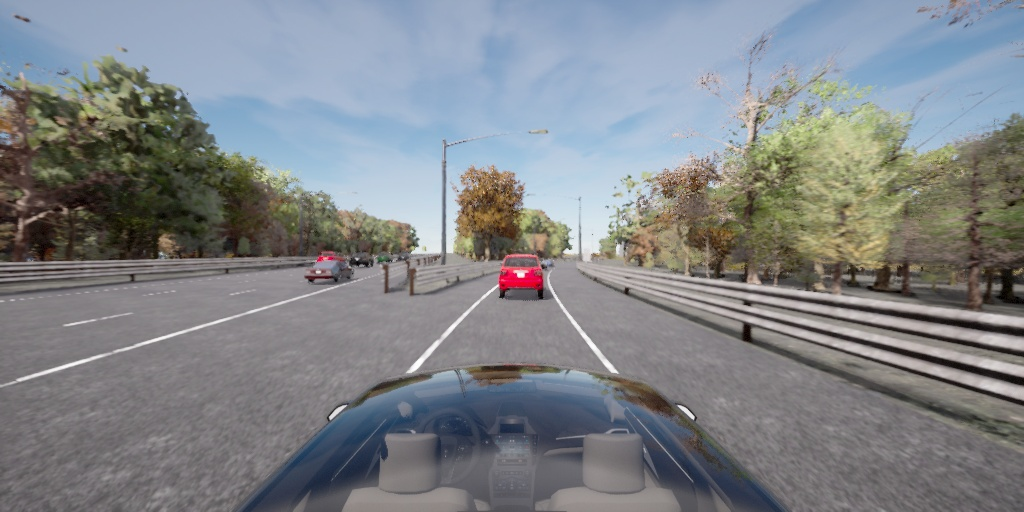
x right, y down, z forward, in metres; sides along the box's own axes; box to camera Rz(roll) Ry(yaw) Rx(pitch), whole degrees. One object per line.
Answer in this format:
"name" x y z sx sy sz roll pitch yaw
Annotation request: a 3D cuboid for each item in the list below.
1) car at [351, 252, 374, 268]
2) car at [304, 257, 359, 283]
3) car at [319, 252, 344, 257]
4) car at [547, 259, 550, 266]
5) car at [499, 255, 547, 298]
"car" -20.213 0.532 48.414 2.150 2.045 5.566 0 0 -10
"car" -12.476 1.031 24.761 2.033 1.411 5.357 0 0 -10
"car" -23.509 0.516 46.951 2.150 2.045 5.566 0 0 -10
"car" 3.937 1.379 50.545 1.895 1.301 4.718 0 0 9
"car" 0.559 0.977 18.888 2.150 2.045 5.566 0 0 4
